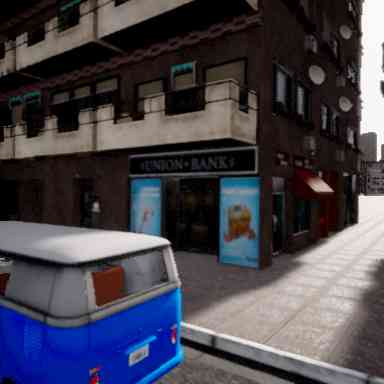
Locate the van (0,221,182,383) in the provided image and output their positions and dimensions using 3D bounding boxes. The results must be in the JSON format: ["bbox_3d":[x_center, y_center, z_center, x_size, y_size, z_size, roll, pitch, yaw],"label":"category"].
[{"bbox_3d":[-2.022,1.343,4.307,3.998,1.788,1.690,0,1,36],"label":"van"}]
